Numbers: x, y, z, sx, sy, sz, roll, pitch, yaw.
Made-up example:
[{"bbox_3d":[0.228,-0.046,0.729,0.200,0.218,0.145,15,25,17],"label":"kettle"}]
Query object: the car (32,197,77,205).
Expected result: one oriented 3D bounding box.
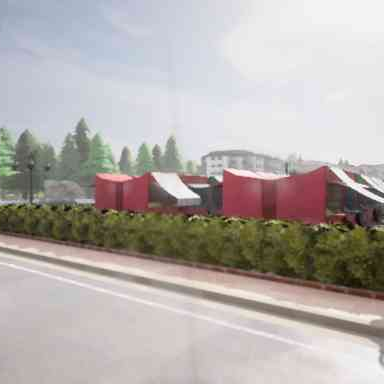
[{"bbox_3d":[-16.229,1.338,39.273,2.033,1.411,5.357,1,0,36],"label":"car"}]
